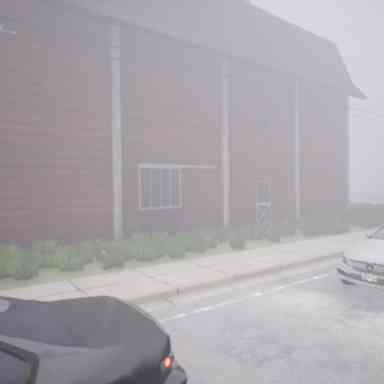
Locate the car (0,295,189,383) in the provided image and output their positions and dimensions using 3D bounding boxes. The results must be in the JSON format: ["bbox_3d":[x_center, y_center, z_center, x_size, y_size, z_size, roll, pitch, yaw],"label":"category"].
[{"bbox_3d":[-2.603,1.563,2.116,5.357,1.411,2.033,-1,1,-36],"label":"car"}]

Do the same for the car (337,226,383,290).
[{"bbox_3d":[5.376,1.391,7.909,4.674,1.442,1.812,-1,1,-36],"label":"car"}]

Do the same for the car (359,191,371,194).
[{"bbox_3d":[33.021,0.553,63.464,3.905,1.438,1.784,-1,1,-36],"label":"car"}]
